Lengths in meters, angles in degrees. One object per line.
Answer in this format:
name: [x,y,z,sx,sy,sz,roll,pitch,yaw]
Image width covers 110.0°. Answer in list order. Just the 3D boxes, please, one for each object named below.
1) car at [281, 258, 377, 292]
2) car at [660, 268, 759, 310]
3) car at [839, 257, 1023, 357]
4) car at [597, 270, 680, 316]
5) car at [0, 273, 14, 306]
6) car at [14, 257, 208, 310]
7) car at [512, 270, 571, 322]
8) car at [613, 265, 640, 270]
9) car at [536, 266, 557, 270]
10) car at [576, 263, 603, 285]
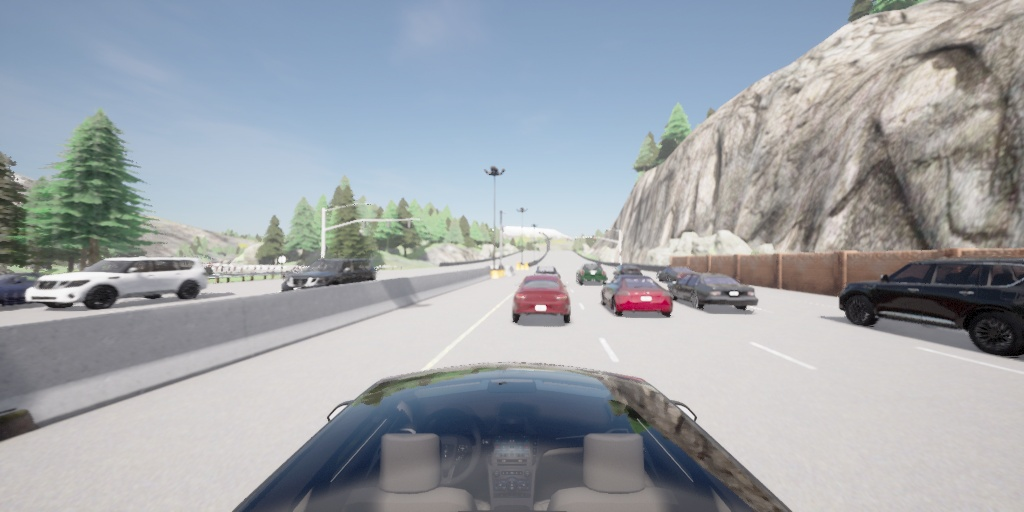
car: [-9.026,1.144,18.389,2.150,2.045,5.566,0,0,6]
car: [8.376,1.437,15.565,2.033,1.411,5.357,0,0,6]
car: [11.201,1.062,8.882,2.150,2.045,5.566,0,-1,6]
car: [4.730,1.431,14.082,1.994,1.385,4.181,0,-1,6]
car: [-20.071,1.371,14.444,1.994,1.385,4.181,0,-1,6]
car: [-16.429,1.048,15.540,2.150,2.045,5.566,0,-1,7]
car: [1.046,1.372,12.632,1.812,1.442,4.674,0,-1,5]
car: [10.240,1.533,32.083,1.837,1.490,4.892,0,-2,6]
car: [2.489,1.454,25.847,2.128,1.511,4.902,0,0,6]
car: [6.416,1.354,29.400,2.097,1.767,4.553,0,0,6]
